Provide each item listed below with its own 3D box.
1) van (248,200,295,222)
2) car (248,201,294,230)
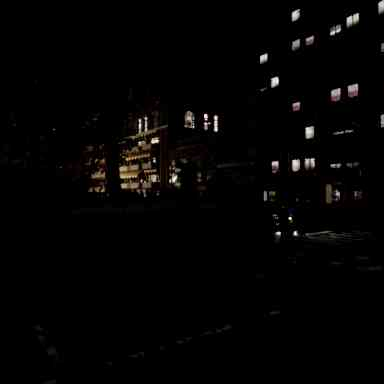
[{"bbox_3d":[7.126,1.671,30.173,1.690,1.788,3.998,-1,0,-36],"label":"van"},{"bbox_3d":[4.906,1.626,23.407,2.097,1.767,4.553,0,-1,-36],"label":"car"}]
